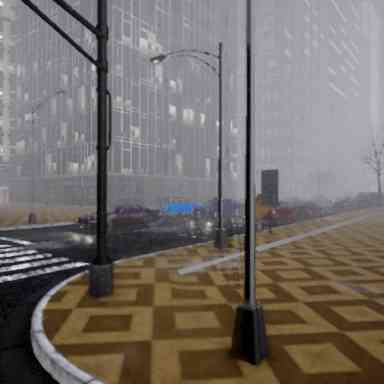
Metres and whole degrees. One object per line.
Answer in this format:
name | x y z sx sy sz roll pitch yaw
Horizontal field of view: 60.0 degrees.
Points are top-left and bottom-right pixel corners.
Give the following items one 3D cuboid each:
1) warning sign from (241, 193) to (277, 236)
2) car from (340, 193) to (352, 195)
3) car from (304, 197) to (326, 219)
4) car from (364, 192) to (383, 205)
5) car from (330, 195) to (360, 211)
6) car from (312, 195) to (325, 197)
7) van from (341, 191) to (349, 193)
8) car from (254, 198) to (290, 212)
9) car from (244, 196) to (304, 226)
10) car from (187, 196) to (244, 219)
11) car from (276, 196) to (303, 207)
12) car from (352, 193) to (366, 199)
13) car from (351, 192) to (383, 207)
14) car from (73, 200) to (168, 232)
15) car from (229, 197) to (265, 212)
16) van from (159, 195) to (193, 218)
warning sign | 3.143 0.998 15.510 1.300 1.860 1.060 0 0 39
car | 19.435 1.159 43.514 1.812 1.442 4.674 0 0 39
car | 9.010 1.352 26.408 1.947 1.339 4.313 1 1 39
car | 26.859 0.892 48.551 2.192 1.841 5.009 1 1 39
car | 16.118 1.285 35.291 1.802 1.307 4.206 1 1 39
car | 20.357 1.120 53.843 1.947 1.339 4.313 1 1 39
van | 31.098 0.771 67.104 1.690 1.788 3.998 1 1 39
car | 8.485 1.324 35.058 1.895 1.301 4.718 0 1 39
car | 5.475 1.269 21.950 1.967 1.590 4.097 1 1 39
car | 2.086 1.276 27.170 1.882 1.535 5.008 0 1 39
car | 13.196 1.204 45.000 1.947 1.339 4.313 1 1 39
car | 38.258 0.913 75.950 1.947 1.339 4.313 1 1 39
car | 23.279 0.934 44.130 2.192 1.841 5.009 1 1 39
car | -4.123 1.418 19.504 2.033 1.411 5.357 0 1 39
car | 6.031 1.266 36.165 1.887 1.381 4.507 1 1 39
van | -1.215 1.146 27.391 1.690 1.788 3.998 1 1 39
